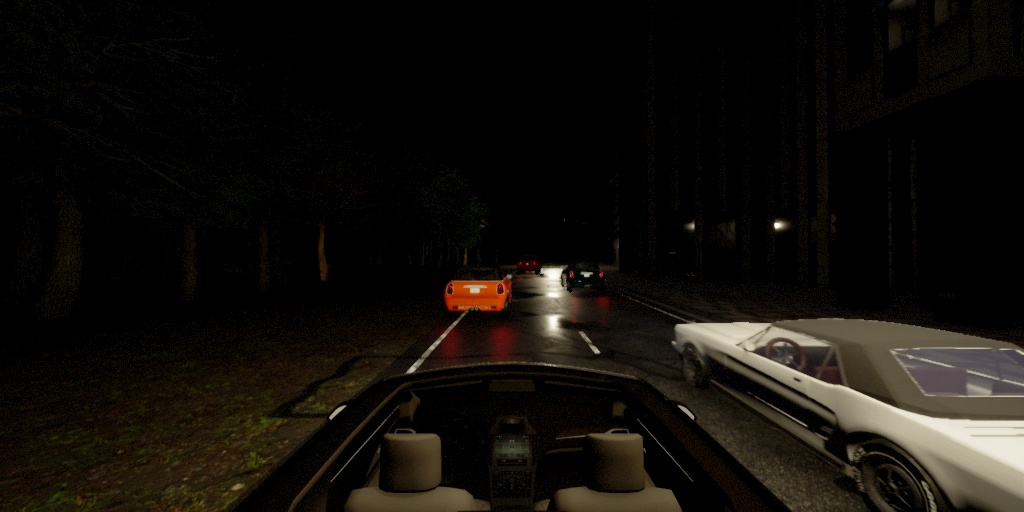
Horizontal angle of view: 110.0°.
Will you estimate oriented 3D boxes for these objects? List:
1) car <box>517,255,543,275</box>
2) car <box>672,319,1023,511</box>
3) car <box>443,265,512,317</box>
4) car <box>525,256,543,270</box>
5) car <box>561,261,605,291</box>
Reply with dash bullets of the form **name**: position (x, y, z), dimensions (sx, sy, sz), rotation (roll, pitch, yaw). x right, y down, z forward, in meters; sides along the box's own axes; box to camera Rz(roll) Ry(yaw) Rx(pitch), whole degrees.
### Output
- **car**: position (1.876, 0.877, 38.396), dimensions (2.150, 2.045, 5.566), rotation (0, 1, 7)
- **car**: position (3.624, 1.350, 3.931), dimensions (1.895, 1.301, 4.718), rotation (0, 0, 0)
- **car**: position (-1.087, 1.091, 13.250), dimensions (2.097, 1.767, 4.553), rotation (0, 0, 2)
- **car**: position (3.117, 0.951, 49.375), dimensions (2.097, 1.767, 4.553), rotation (0, 0, 9)
- **car**: position (4.144, 1.071, 21.465), dimensions (2.097, 1.767, 4.553), rotation (0, 0, 3)
